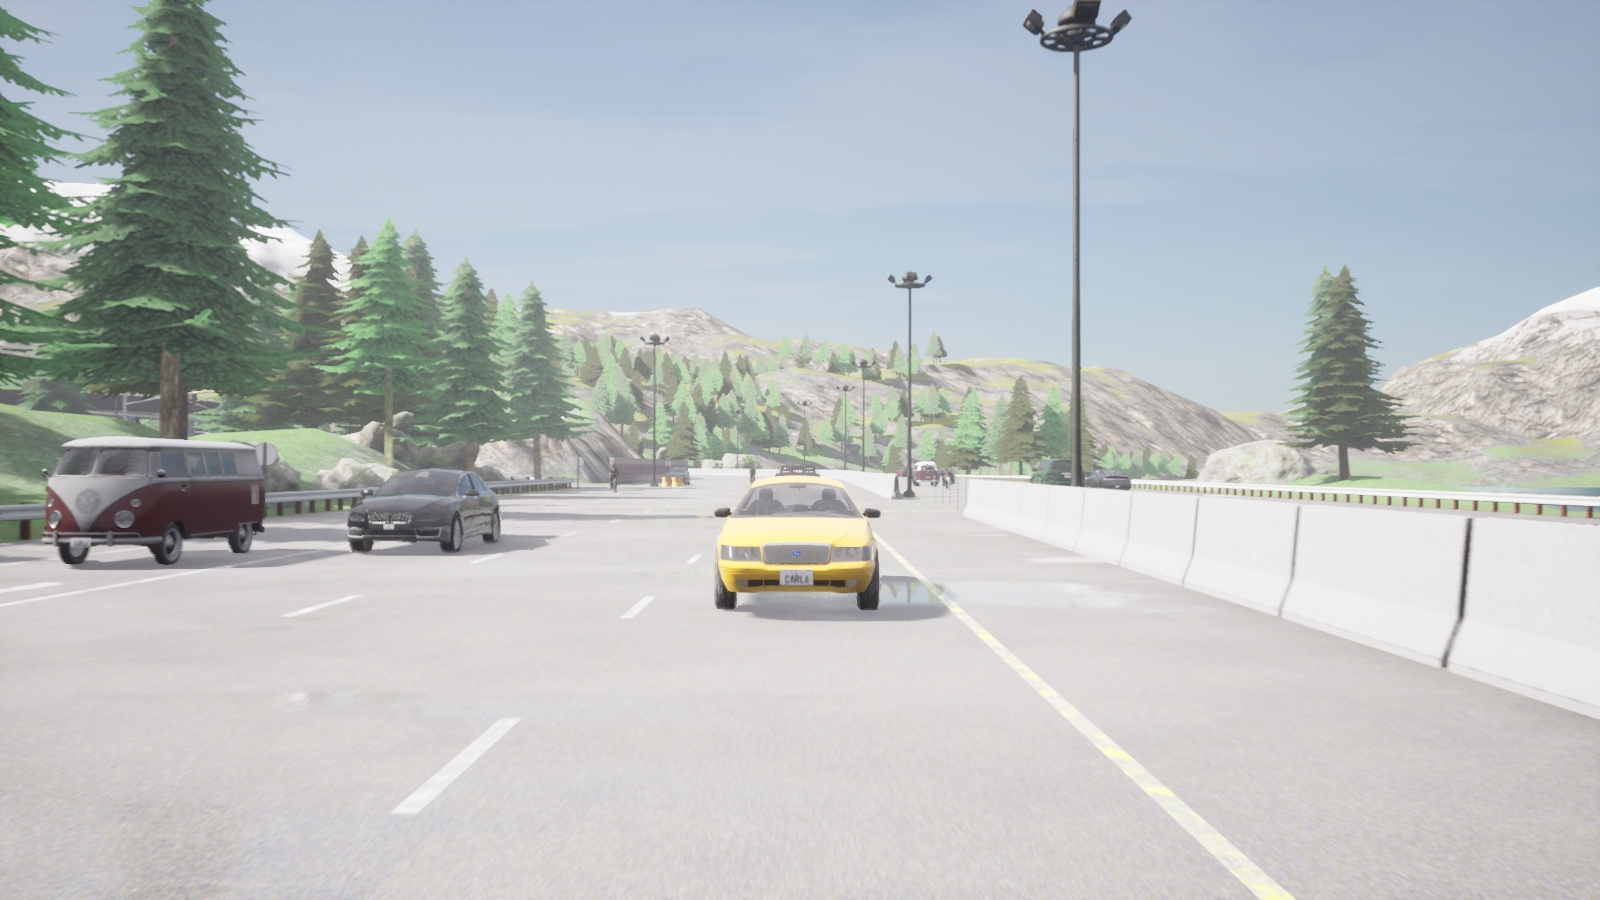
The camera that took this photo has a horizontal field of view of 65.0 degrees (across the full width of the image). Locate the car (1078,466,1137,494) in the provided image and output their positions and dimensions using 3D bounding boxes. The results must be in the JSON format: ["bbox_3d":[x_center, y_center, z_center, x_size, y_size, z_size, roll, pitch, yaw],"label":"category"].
[{"bbox_3d":[17.496,1.681,71.708,2.128,1.511,4.902,0,-1,0],"label":"car"}]

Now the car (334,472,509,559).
[{"bbox_3d":[-7.021,1.172,23.867,1.837,1.490,4.892,0,-1,0],"label":"car"}]

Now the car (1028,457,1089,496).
[{"bbox_3d":[13.994,1.412,68.399,2.150,2.045,5.566,0,-1,0],"label":"car"}]

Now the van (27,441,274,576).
[{"bbox_3d":[-10.523,0.890,20.767,1.775,1.987,4.442,0,-1,0],"label":"van"}]

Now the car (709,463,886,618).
[{"bbox_3d":[-0.024,0.961,15.539,1.801,1.575,5.366,0,-1,0],"label":"car"}]
